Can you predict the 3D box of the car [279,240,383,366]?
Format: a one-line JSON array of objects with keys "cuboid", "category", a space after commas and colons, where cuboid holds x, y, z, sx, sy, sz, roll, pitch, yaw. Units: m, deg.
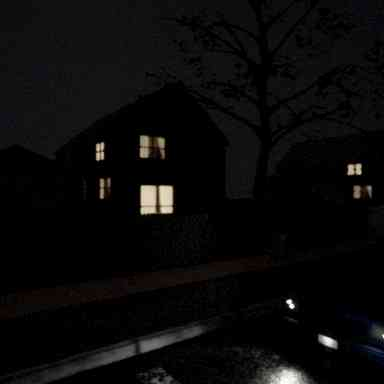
[{"cuboid": [3.939, 1.604, 5.970, 5.357, 1.411, 2.033, 0, -1, -36], "category": "car"}]
